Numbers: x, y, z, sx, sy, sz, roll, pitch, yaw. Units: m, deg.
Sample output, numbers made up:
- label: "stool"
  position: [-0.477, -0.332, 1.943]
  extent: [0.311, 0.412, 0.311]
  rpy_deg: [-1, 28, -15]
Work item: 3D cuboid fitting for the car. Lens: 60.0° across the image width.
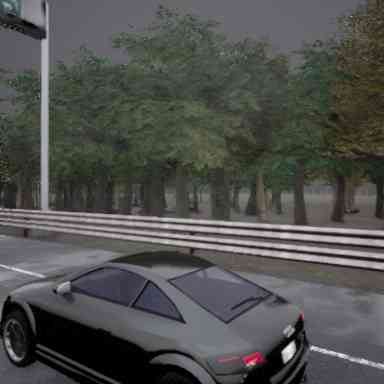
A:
- label: "car"
  position: [-0.693, 1.499, 4.362]
  extent: [4.181, 1.385, 1.994]
  rpy_deg: [0, 0, 36]
